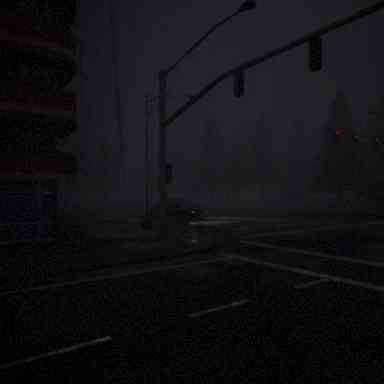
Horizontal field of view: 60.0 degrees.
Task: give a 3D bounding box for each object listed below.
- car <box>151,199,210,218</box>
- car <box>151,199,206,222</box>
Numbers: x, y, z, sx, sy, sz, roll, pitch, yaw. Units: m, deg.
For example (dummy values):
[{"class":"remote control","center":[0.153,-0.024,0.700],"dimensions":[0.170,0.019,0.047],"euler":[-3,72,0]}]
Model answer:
[{"class":"car","center":[-1.037,1.385,29.686],"dimensions":[4.902,1.511,2.128],"euler":[0,0,33]},{"class":"car","center":[-1.130,1.428,25.489],"dimensions":[4.674,1.442,1.812],"euler":[0,0,37]}]
